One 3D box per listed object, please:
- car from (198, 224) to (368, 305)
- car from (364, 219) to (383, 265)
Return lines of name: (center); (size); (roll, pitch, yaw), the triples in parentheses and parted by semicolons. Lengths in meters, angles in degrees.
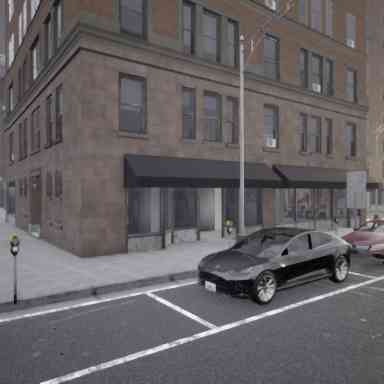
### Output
car: (2.145, 1.566, 8.103); (4.313, 1.339, 1.947); (0, 0, -36)
car: (6.606, 1.582, 11.324); (4.206, 1.307, 1.802); (0, 0, -36)
